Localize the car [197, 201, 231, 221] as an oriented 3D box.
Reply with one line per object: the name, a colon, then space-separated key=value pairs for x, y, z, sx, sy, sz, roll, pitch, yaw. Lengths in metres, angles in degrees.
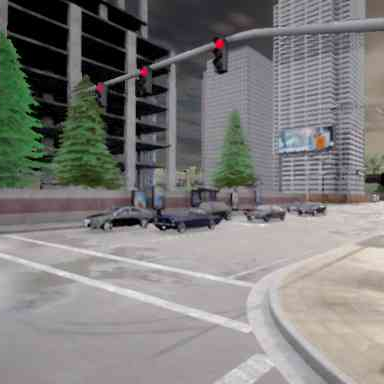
car: x=1.352 y=1.595 z=28.384 sx=2.097 sy=1.767 sz=4.553 roll=0 pitch=0 yaw=41

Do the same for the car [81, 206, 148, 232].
car: x=-4.674 y=1.659 z=21.472 sx=2.128 sy=1.511 sz=4.902 roll=0 pitch=0 yaw=41

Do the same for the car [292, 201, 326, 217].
car: x=13.275 y=1.863 z=36.729 sx=1.837 sy=1.490 sz=4.892 roll=0 pitch=0 yaw=41

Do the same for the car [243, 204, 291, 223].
car: x=6.514 y=1.799 z=28.974 sx=1.812 sy=1.442 sz=4.674 roll=0 pitch=0 yaw=41

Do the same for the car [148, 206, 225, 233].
car: x=-0.232 y=1.790 z=21.240 sx=1.895 sy=1.301 sz=4.718 roll=0 pitch=0 yaw=41

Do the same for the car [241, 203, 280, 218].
car: x=7.305 y=1.917 z=35.215 sx=1.895 sy=1.301 sz=4.718 roll=0 pitch=0 yaw=41
